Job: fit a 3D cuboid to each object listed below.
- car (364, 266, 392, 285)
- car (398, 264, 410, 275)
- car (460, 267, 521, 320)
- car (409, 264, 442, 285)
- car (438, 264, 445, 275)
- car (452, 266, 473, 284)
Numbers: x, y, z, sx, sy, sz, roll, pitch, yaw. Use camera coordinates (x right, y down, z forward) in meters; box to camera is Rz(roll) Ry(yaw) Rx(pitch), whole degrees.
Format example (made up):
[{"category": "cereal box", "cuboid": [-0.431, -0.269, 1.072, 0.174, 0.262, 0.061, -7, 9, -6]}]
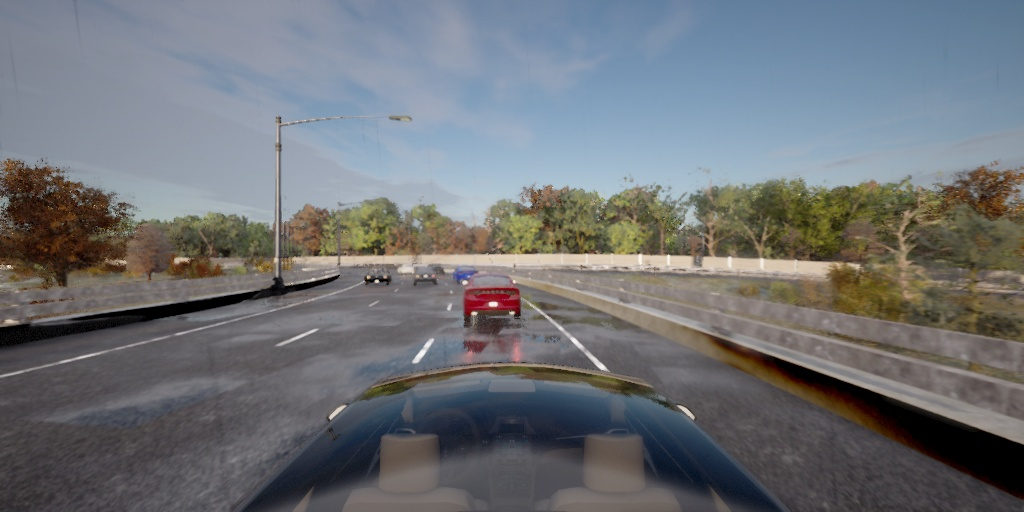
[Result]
[{"category": "car", "cuboid": [-11.128, 1.713, 30.114, 1.895, 1.301, 4.718, 0, -1, -16]}, {"category": "car", "cuboid": [-14.225, 1.853, 48.474, 1.812, 1.442, 4.674, 0, -1, -25]}, {"category": "car", "cuboid": [-0.822, 1.359, 13.426, 1.882, 1.535, 5.008, 0, -1, -6]}, {"category": "car", "cuboid": [-7.338, 1.641, 30.135, 2.033, 1.411, 5.357, 0, -1, -15]}, {"category": "car", "cuboid": [-10.535, 1.816, 48.805, 1.837, 1.490, 4.892, 0, -1, -25]}, {"category": "car", "cuboid": [-4.085, 1.568, 31.160, 1.882, 1.535, 5.008, 0, -1, -15]}]
